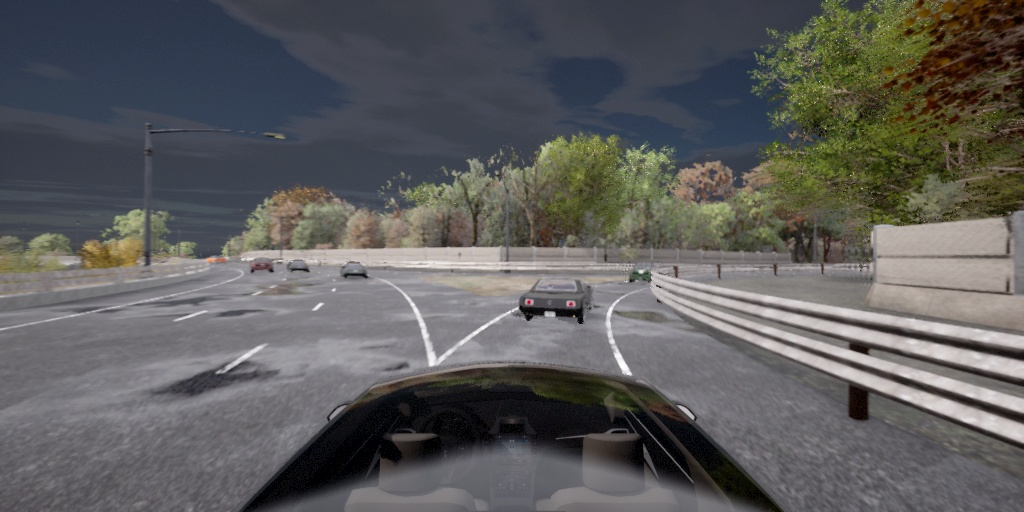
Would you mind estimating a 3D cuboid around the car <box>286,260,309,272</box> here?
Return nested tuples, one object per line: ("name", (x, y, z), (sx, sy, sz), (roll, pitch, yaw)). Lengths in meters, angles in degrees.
("car", (-25.618, 1.193, 42.833), (1.994, 1.385, 4.181), (1, 0, -38))

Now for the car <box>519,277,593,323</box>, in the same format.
("car", (1.733, 1.380, 12.355), (1.895, 1.301, 4.718), (0, 0, 17))

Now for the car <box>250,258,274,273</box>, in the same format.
("car", (-28.936, 0.955, 41.409), (2.097, 1.767, 4.553), (0, 0, -38))

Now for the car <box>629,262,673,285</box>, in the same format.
("car", (10.993, 1.223, 28.117), (2.097, 1.767, 4.553), (0, 0, 42))

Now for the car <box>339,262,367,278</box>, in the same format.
("car", (-14.452, 1.258, 32.632), (1.994, 1.385, 4.181), (0, 0, -30))
